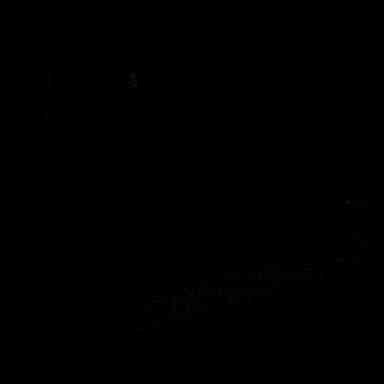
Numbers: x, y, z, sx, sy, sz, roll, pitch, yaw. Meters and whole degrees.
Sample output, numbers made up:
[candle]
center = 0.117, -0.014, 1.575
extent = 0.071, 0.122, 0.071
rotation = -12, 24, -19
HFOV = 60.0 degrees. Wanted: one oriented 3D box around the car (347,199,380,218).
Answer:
[car]
center = 12.744, 1.268, 27.378
extent = 1.752, 1.417, 4.829
rotation = 0, 0, -35
